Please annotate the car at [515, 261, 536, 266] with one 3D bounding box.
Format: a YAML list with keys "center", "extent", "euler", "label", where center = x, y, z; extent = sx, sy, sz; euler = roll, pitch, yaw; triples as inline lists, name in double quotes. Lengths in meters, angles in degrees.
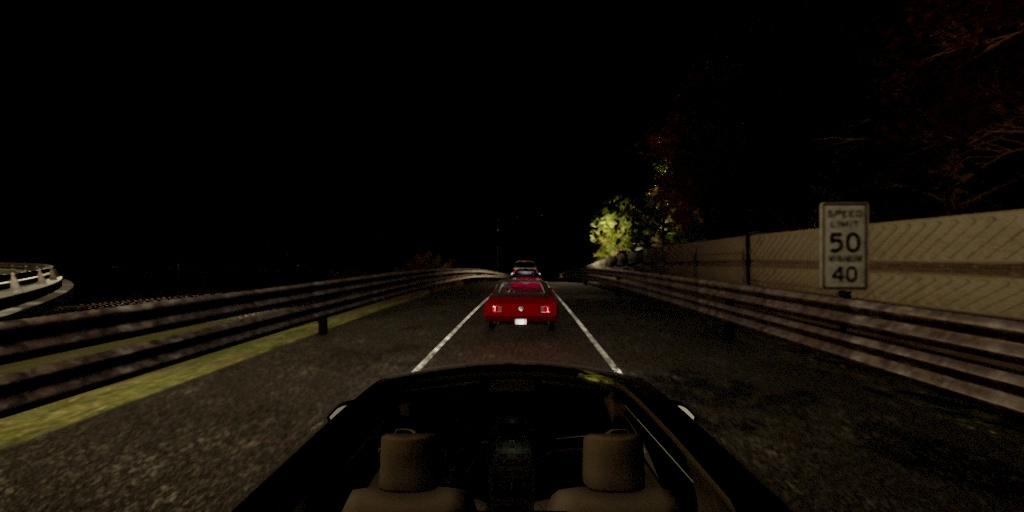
- center: [1.176, 1.471, 31.771]
  extent: [2.150, 2.045, 5.566]
  euler: [0, -2, 3]
  label: "car"

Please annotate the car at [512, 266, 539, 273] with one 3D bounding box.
- center: [0.847, 1.478, 21.765]
  extent: [1.994, 1.385, 4.181]
  euler: [0, -1, 2]
  label: "car"

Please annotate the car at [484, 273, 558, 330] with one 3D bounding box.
- center: [0.309, 1.363, 11.144]
  extent: [1.895, 1.301, 4.718]
  euler: [0, 0, 2]
  label: "car"
